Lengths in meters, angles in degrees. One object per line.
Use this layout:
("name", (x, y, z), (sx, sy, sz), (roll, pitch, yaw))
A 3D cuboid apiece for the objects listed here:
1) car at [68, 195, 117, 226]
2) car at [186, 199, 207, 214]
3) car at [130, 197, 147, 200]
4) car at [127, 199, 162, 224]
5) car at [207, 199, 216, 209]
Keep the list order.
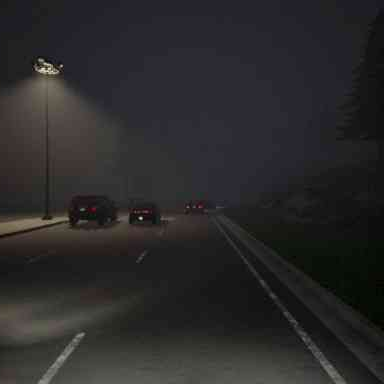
("car", (-6.899, 1.217, 23.647), (2.150, 2.045, 5.566), (0, 0, 0))
("car", (0.332, 1.545, 35.211), (2.033, 1.411, 5.357), (0, 0, 3))
("car", (-6.182, 1.349, 39.834), (2.097, 1.767, 4.553), (0, 0, 7))
("car", (-3.399, 1.502, 24.555), (1.837, 1.490, 4.892), (0, 0, 0))
("car", (1.942, 1.561, 44.506), (1.994, 1.385, 4.181), (0, 0, 14))
